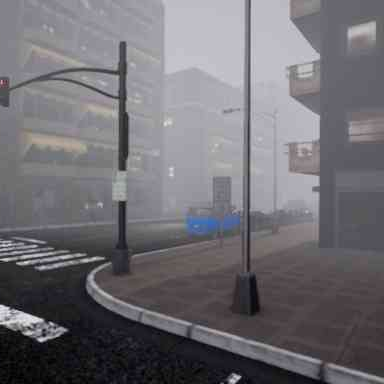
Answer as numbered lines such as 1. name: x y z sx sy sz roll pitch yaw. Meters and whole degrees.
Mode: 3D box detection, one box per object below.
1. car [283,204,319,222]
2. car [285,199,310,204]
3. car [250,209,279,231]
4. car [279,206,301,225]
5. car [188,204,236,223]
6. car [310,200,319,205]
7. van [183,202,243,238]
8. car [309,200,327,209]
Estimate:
1. car: 10.775 2.170 33.076 2.008 1.369 4.403 -1 -2 35
2. car: 15.110 2.082 48.958 2.150 2.045 5.566 1 -1 35
3. car: 4.372 1.971 24.036 1.947 1.339 4.313 -1 -2 35
4. car: 7.573 2.094 28.555 1.802 1.307 4.206 -1 -2 35
5. car: 1.940 1.927 30.535 2.128 1.511 4.902 1 -1 35
6. car: 23.145 2.775 64.980 1.802 1.307 4.206 -1 -2 35
7. van: 1.308 1.641 19.422 1.690 1.788 3.998 -1 -2 35
8. car: 26.347 2.614 69.505 2.192 1.841 5.009 -1 -2 35
